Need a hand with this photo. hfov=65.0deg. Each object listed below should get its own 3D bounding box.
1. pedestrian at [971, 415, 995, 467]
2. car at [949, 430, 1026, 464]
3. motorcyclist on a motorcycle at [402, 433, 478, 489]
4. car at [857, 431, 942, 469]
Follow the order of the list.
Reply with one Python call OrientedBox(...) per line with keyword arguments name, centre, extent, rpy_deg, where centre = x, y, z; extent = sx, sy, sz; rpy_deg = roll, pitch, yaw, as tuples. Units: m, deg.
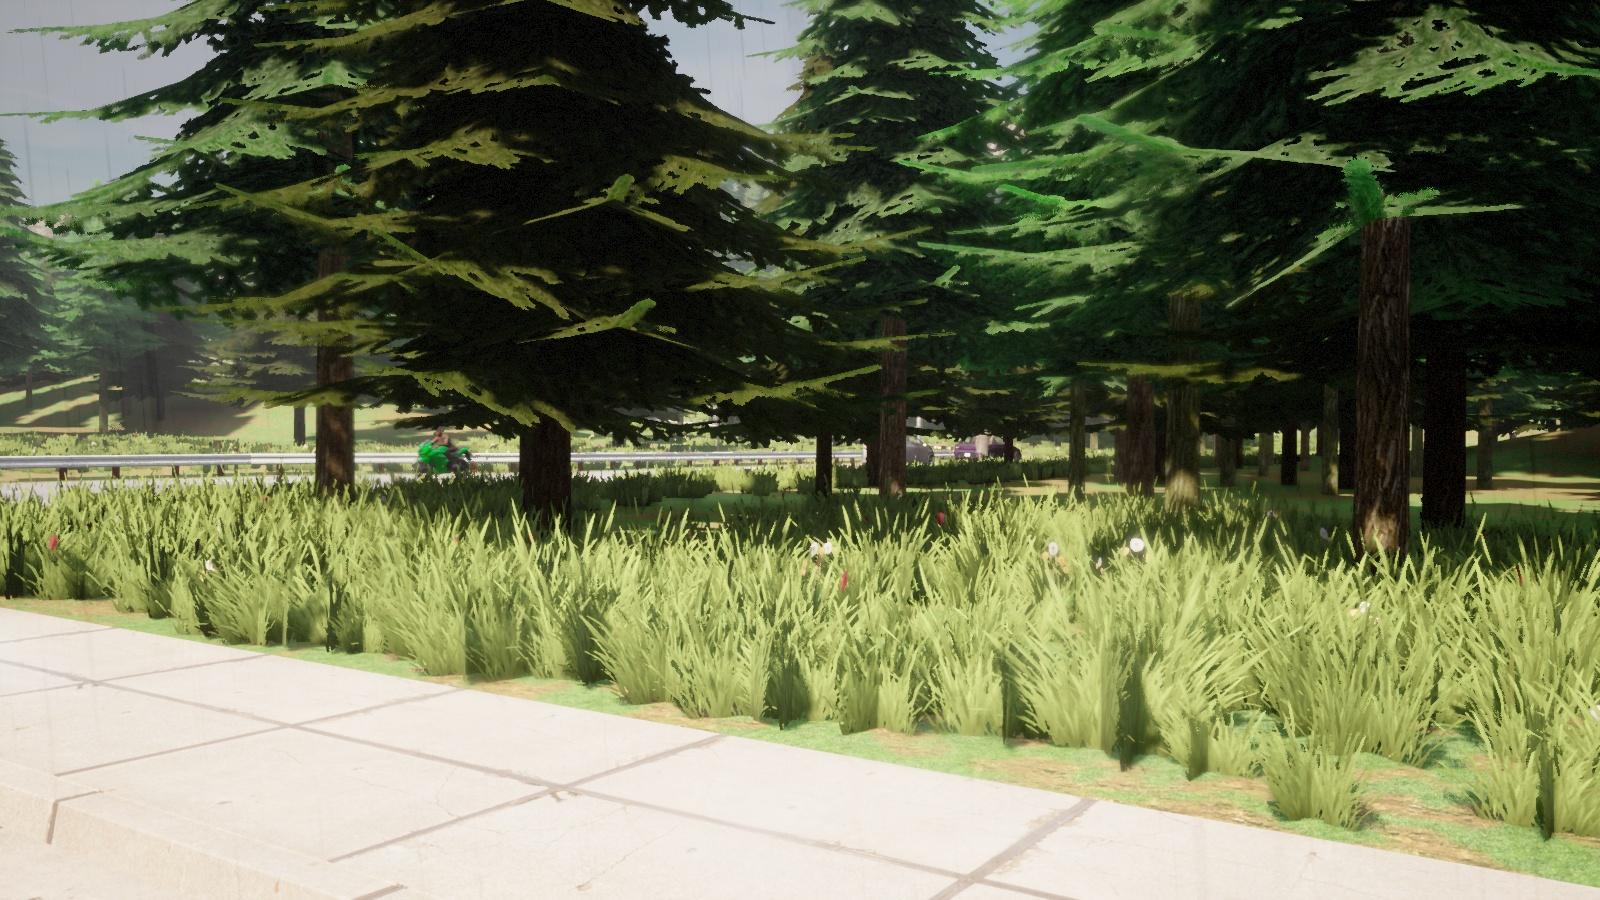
OrientedBox(name="pedestrian", centre=(6.991, -0.352, 48.005), extent=(0.659, 1.952, 0.873), rpy_deg=(0, 1, 25))
OrientedBox(name="car", centre=(8.648, -0.148, 57.729), extent=(1.816, 1.474, 4.193), rpy_deg=(0, 1, 35))
OrientedBox(name="motorcyclist on a motorcycle", centre=(-10.249, 0.290, 35.847), extent=(0.797, 1.523, 2.044), rpy_deg=(0, 1, 33))
OrientedBox(name="car", centre=(4.079, -0.017, 51.139), extent=(1.845, 1.501, 3.633), rpy_deg=(0, 1, 35))
